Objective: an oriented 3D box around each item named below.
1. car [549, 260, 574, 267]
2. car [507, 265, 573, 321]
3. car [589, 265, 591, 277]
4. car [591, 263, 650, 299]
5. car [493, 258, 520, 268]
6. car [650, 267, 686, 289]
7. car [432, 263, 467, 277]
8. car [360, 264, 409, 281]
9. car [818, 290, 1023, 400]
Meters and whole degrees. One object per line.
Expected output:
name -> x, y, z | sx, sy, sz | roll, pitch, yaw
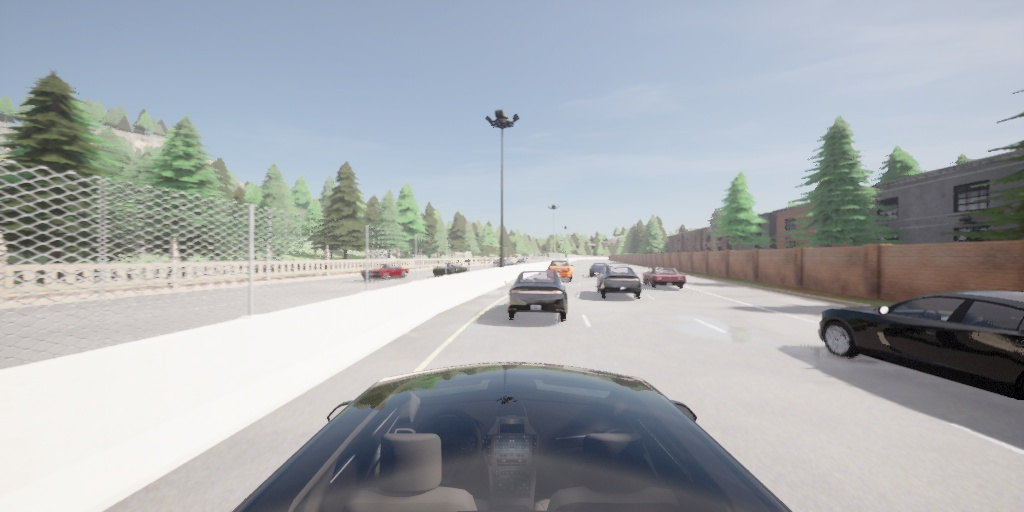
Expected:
car -> 4.065, 1.118, 30.194 | 2.097, 1.767, 4.553 | 0, 0, 11
car -> 0.957, 1.245, 12.541 | 2.128, 1.511, 4.902 | 0, 0, 7
car -> 8.785, 1.350, 36.069 | 1.994, 1.385, 4.181 | 0, 0, 11
car -> 5.412, 1.264, 18.523 | 2.128, 1.511, 4.902 | 0, 0, 10
car -> -0.881, 1.235, 42.297 | 2.128, 1.511, 4.902 | 0, 0, 11
car -> 9.934, 1.393, 23.811 | 1.895, 1.301, 4.718 | 0, 0, 11
car -> -5.982, 1.322, 34.601 | 1.895, 1.301, 4.718 | 0, 0, 11
car -> -10.480, 1.303, 29.912 | 1.895, 1.301, 4.718 | 0, 0, 11
car -> 7.320, 1.260, 5.492 | 1.882, 1.535, 5.008 | 0, 0, 3
